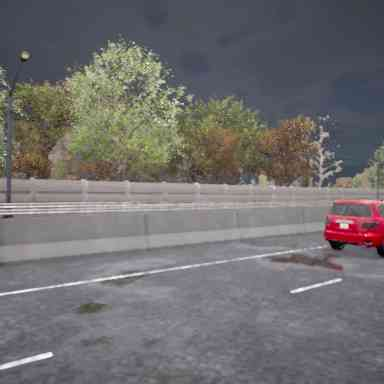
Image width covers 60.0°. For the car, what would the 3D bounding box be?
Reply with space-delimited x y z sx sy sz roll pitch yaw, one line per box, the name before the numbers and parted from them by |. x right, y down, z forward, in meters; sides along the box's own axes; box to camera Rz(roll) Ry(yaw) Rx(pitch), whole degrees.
car | 7.728 1.349 13.687 5.566 2.045 2.150 1 0 -36
